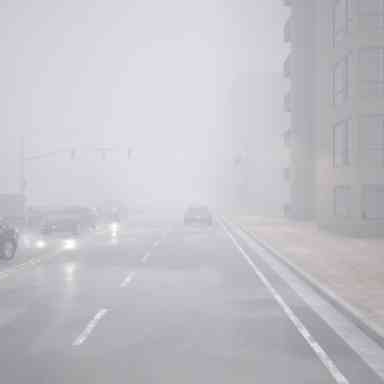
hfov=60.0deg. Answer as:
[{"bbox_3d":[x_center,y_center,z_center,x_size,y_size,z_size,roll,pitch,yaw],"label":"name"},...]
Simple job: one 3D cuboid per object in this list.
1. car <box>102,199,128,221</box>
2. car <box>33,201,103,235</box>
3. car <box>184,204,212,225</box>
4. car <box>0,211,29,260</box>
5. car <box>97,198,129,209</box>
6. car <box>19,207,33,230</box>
[{"bbox_3d":[-6.635,1.363,27.137,2.097,1.767,4.553,0,0,1],"label":"car"},{"bbox_3d":[-6.826,1.512,18.968,1.837,1.490,4.892,0,0,1],"label":"car"},{"bbox_3d":[0.422,1.573,24.040,1.994,1.385,4.181,0,0,1],"label":"car"},{"bbox_3d":[-6.979,1.509,9.658,1.837,1.490,4.892,0,0,1],"label":"car"},{"bbox_3d":[-10.919,1.582,45.991,4.181,1.385,1.994,0,0,35],"label":"car"},{"bbox_3d":[-10.270,1.609,21.472,1.895,1.301,4.718,0,0,1],"label":"car"}]
